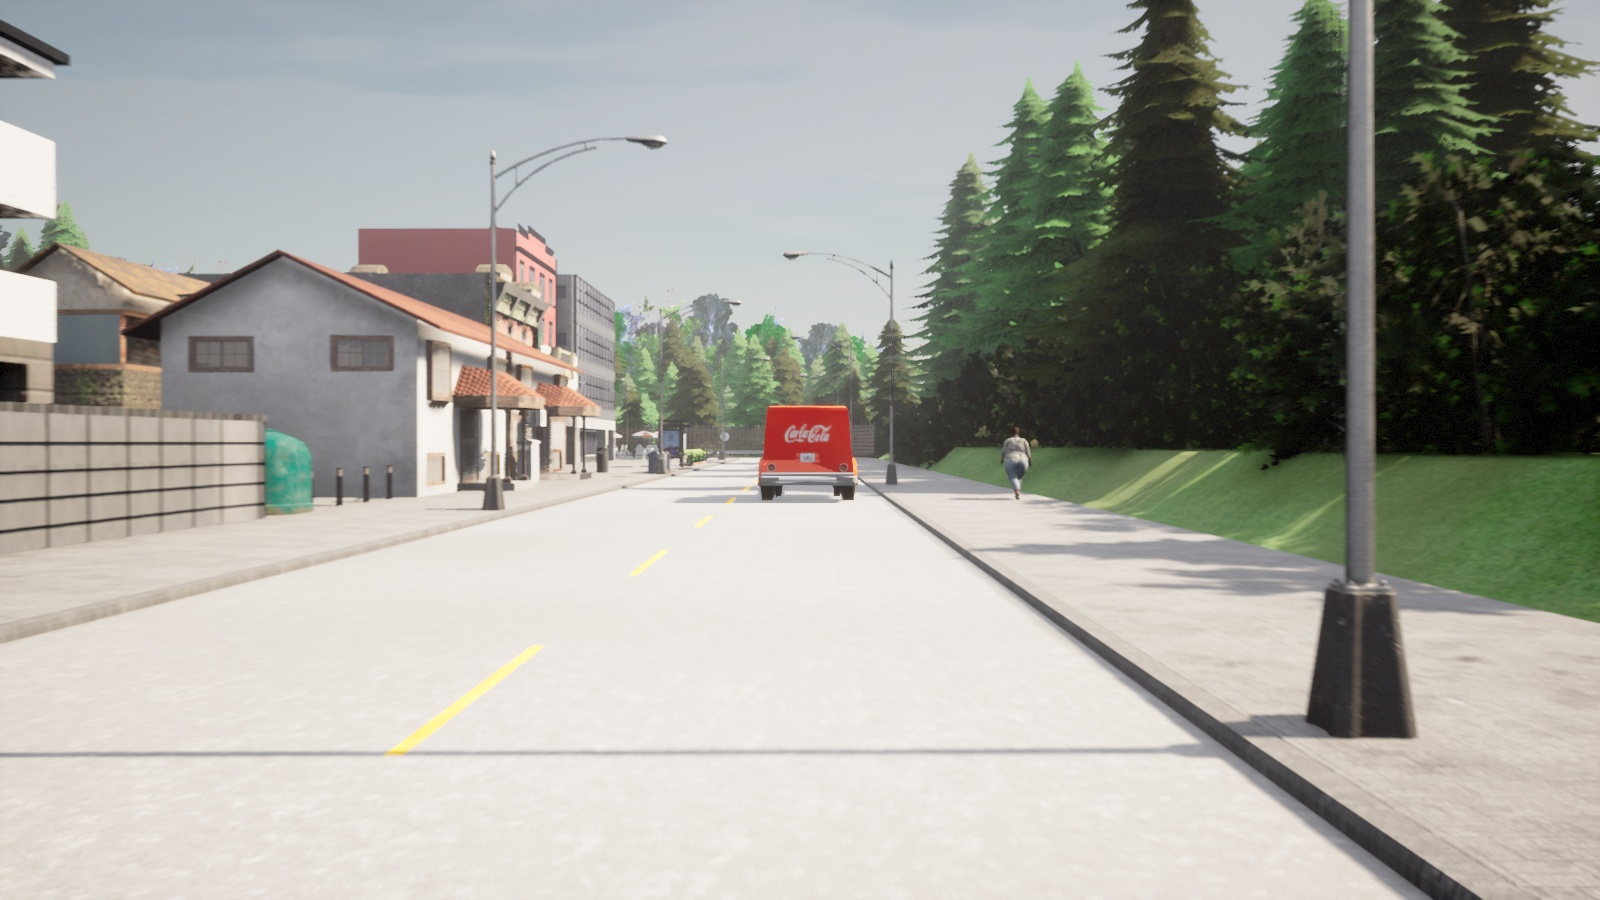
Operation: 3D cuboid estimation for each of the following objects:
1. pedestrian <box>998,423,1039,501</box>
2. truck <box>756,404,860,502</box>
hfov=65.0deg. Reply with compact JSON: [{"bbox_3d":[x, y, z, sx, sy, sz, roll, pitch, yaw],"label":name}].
[{"bbox_3d":[5.294,0.291,30.494,0.874,1.855,0.900,0,0,3],"label":"pedestrian"},{"bbox_3d":[0.211,0.069,34.239,2.627,2.467,5.204,0,0,0],"label":"truck"}]
